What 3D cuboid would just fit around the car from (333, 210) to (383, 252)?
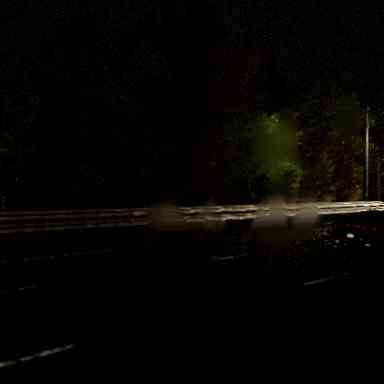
[{"bbox_3d":[7.890,1.488,13.831,5.008,1.535,1.882,0,0,-36],"label":"car"}]
